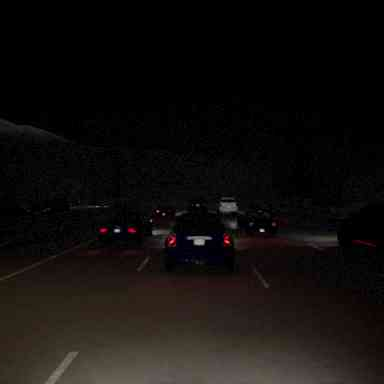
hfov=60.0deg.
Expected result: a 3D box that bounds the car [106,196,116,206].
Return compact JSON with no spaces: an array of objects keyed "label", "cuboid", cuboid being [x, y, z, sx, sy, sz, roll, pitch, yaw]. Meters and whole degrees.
[{"label":"car","cuboid":[-17.817,2.009,73.394,2.150,2.045,5.566,0,-1,-13]}]

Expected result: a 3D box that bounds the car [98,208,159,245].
[{"label":"car","cuboid":[-3.145,1.742,16.726,2.033,1.411,5.357,0,-1,1]}]

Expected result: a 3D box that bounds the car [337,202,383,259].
[{"label":"car","cuboid":[7.260,1.368,11.904,2.150,2.045,5.566,0,-1,1]}]

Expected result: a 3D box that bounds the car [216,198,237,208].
[{"label":"car","cuboid":[4.144,1.697,40.233,2.150,2.045,5.566,0,0,-1]}]

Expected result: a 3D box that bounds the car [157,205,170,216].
[{"label":"car","cuboid":[-2.851,2.023,36.219,1.895,1.301,4.718,0,-1,0]}]

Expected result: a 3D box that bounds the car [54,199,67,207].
[{"label":"car","cuboid":[-27.962,2.287,70.687,1.812,1.442,4.674,0,-1,-13]}]

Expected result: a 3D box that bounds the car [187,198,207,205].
[{"label":"car","cuboid":[0.634,1.701,40.842,2.150,2.045,5.566,0,0,-1]}]

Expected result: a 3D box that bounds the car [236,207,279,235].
[{"label":"car","cuboid":[3.922,1.845,20.563,1.895,1.301,4.718,0,-1,1]}]

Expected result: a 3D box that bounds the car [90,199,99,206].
[{"label":"car","cuboid":[-21.203,2.317,72.509,2.033,1.411,5.357,0,-1,-13]}]

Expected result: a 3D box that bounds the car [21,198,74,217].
[{"label":"car","cuboid":[-13.608,1.585,31.822,2.150,2.045,5.566,0,-1,1]}]

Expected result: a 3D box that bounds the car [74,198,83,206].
[{"label":"car","cuboid":[-24.152,2.000,69.845,2.097,1.767,4.553,0,-1,-13]}]

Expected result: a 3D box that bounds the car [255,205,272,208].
[{"label":"car","cuboid":[7.647,2.029,36.043,1.895,1.301,4.718,0,-1,0]}]

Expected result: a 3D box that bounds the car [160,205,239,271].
[{"label":"car","cuboid":[0.255,1.488,11.617,2.097,1.767,4.553,0,-1,1]}]

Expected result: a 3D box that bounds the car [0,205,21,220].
[{"label":"car","cuboid":[-17.117,1.893,30.620,2.033,1.411,5.357,0,-1,1]}]
